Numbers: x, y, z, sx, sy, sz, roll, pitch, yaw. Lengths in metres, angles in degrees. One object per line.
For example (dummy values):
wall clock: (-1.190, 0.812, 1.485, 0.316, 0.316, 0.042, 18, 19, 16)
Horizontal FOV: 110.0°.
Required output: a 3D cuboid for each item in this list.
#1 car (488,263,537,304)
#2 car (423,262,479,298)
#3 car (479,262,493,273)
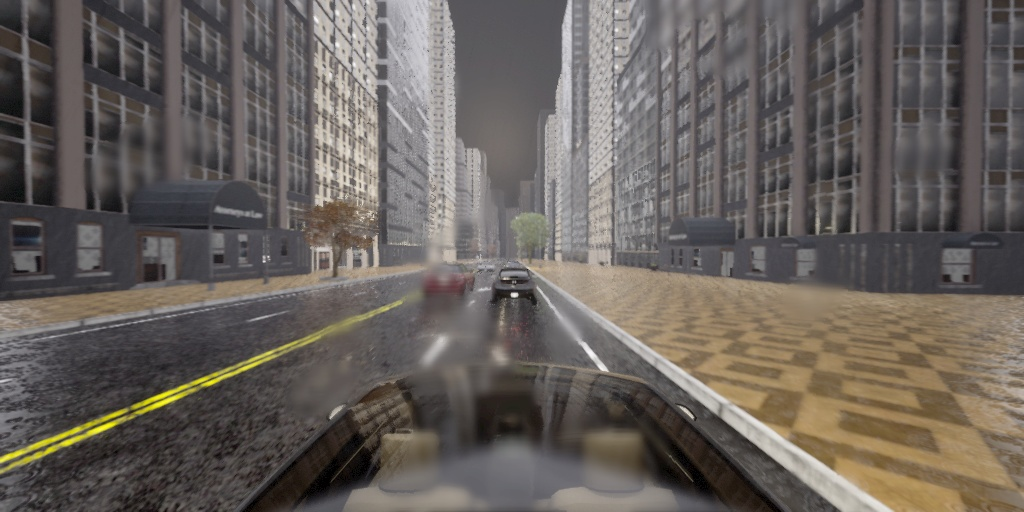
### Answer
car: (0.099, 1.267, 16.414, 1.837, 1.490, 4.892, 0, 0, 0)
car: (-3.151, 1.116, 18.758, 2.097, 1.767, 4.553, 0, 0, 0)
car: (-3.151, 1.388, 45.383, 1.895, 1.301, 4.718, 0, 0, 0)
